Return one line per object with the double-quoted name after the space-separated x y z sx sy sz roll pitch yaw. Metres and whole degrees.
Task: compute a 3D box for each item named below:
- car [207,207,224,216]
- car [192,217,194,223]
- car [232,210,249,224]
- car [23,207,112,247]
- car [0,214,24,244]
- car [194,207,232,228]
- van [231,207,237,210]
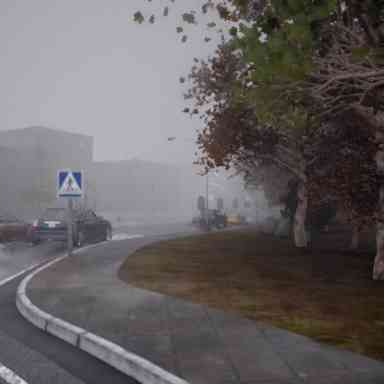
5.586 4.550 77.562 2.435 2.045 5.566 0 -2 22 "car"
1.659 3.717 45.237 2.033 1.411 5.357 0 -3 23 "car"
6.482 3.879 48.832 1.882 1.535 5.008 0 -2 22 "car"
-5.482 1.542 15.829 2.097 1.767 4.553 1 -4 8 "car"
-8.711 1.665 14.872 1.994 1.385 4.181 0 -3 5 "car"
2.551 3.072 38.907 2.150 2.045 5.566 0 -4 21 "car"
9.688 4.963 87.766 1.878 1.987 4.442 0 -2 22 "van"
